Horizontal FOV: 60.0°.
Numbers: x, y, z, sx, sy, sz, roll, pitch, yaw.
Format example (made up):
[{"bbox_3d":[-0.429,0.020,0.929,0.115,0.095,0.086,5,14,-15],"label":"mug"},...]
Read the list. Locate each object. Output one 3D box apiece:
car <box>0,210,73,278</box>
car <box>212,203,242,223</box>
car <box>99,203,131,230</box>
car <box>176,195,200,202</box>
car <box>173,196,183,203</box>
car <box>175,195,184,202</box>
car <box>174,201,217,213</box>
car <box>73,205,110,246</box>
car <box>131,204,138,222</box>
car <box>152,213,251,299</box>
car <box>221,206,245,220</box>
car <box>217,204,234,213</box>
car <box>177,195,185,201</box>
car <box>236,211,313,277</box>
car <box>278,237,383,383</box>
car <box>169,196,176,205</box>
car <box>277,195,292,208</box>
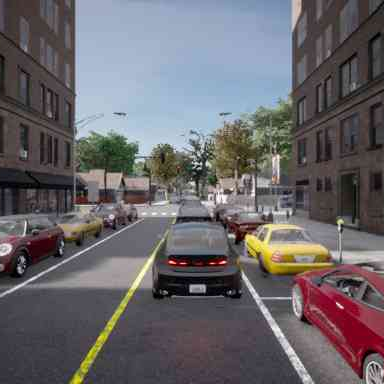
[{"bbox_3d":[-5.383,1.443,9.943,1.967,1.590,4.097,0,0,0],"label":"car"},{"bbox_3d":[2.655,1.578,26.494,1.947,1.339,4.313,0,0,0],"label":"car"},{"bbox_3d":[-5.375,1.449,20.980,1.967,1.590,4.097,0,0,0],"label":"car"},{"bbox_3d":[0.019,1.364,26.997,2.097,1.767,4.553,0,0,0],"label":"car"},{"bbox_3d":[-2.986,1.569,71.118,1.837,1.490,4.892,0,0,0],"label":"car"},{"bbox_3d":[-3.004,1.613,81.278,2.128,1.511,4.902,0,0,0],"label":"car"},{"bbox_3d":[0.112,1.485,17.942,1.882,1.535,5.008,0,0,0],"label":"car"},{"bbox_3d":[-5.379,1.531,15.291,1.752,1.417,4.829,0,0,0],"label":"car"},{"bbox_3d":[-5.370,1.594,26.499,1.802,1.307,4.206,0,0,0],"label":"car"},{"bbox_3d":[0.107,1.507,8.458,1.837,1.490,4.892,0,0,0],"label":"car"},{"bbox_3d":[2.646,1.550,15.458,1.887,1.381,4.507,0,0,0],"label":"car"},{"bbox_3d":[2.651,1.591,20.976,1.802,1.307,4.206,0,0,0],"label":"car"},{"bbox_3d":[-3.028,1.631,94.450,2.128,1.511,4.902,0,0,0],"label":"car"},{"bbox_3d":[2.642,1.528,10.110,1.752,1.417,4.829,0,0,0],"label":"car"},{"bbox_3d":[2.638,1.582,4.421,1.802,1.307,4.206,0,0,0],"label":"car"},{"bbox_3d":[-3.065,1.578,61.046,1.812,1.442,4.674,0,0,2],"label":"car"},{"bbox_3d":[14.287,1.456,46.210,4.674,1.442,1.812,0,0,-2],"label":"car"}]
